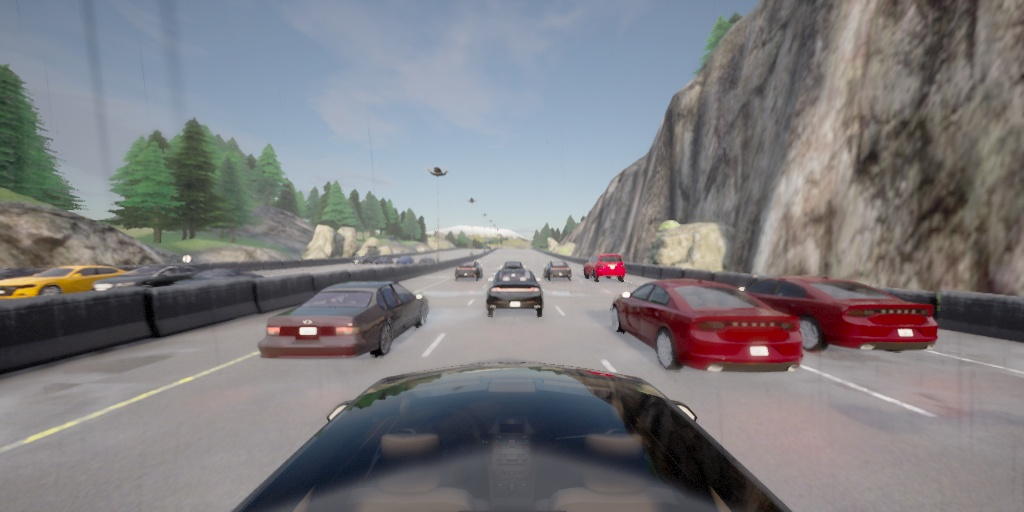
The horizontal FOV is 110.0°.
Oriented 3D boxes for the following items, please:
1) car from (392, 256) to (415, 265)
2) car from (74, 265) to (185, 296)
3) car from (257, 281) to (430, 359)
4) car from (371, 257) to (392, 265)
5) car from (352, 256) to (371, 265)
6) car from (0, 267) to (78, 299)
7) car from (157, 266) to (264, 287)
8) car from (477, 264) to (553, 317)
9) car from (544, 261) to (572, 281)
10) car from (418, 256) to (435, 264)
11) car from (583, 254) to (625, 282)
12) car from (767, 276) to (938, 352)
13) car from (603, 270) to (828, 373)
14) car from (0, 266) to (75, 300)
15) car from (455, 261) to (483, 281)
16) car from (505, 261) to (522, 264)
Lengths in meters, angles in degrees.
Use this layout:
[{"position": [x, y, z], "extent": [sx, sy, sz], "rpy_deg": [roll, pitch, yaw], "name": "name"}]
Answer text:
[{"position": [-17.541, 0.690, 59.090], "extent": [1.882, 1.535, 5.008], "rpy_deg": [0, 1, 1], "name": "car"}, {"position": [-17.598, 1.212, 17.834], "extent": [2.128, 1.511, 4.902], "rpy_deg": [0, 0, 0], "name": "car"}, {"position": [-3.401, 1.297, 8.495], "extent": [2.033, 1.411, 5.357], "rpy_deg": [0, 0, 0], "name": "car"}, {"position": [-21.036, 0.778, 59.022], "extent": [1.994, 1.385, 4.181], "rpy_deg": [0, 1, 1], "name": "car"}, {"position": [-24.532, 0.707, 59.014], "extent": [2.128, 1.511, 4.902], "rpy_deg": [0, 1, 1], "name": "car"}, {"position": [-24.598, 1.287, 17.392], "extent": [1.994, 1.385, 4.181], "rpy_deg": [0, 0, 0], "name": "car"}, {"position": [-14.099, 1.286, 17.433], "extent": [1.994, 1.385, 4.181], "rpy_deg": [0, 0, 0], "name": "car"}, {"position": [0.100, 1.229, 13.168], "extent": [2.128, 1.511, 4.902], "rpy_deg": [0, 0, 0], "name": "car"}, {"position": [3.598, 1.136, 28.874], "extent": [2.128, 1.511, 4.902], "rpy_deg": [0, 0, 0], "name": "car"}, {"position": [-14.046, 0.771, 59.310], "extent": [1.994, 1.385, 4.181], "rpy_deg": [0, 1, 1], "name": "car"}, {"position": [7.099, 0.873, 28.006], "extent": [2.150, 2.045, 5.566], "rpy_deg": [0, 1, 0], "name": "car"}, {"position": [7.098, 1.226, 8.939], "extent": [1.882, 1.535, 5.008], "rpy_deg": [0, 0, 0], "name": "car"}, {"position": [3.596, 1.227, 7.688], "extent": [1.882, 1.535, 5.008], "rpy_deg": [0, 0, 0], "name": "car"}, {"position": [-21.099, 1.201, 17.310], "extent": [1.882, 1.535, 5.008], "rpy_deg": [0, 0, 0], "name": "car"}, {"position": [-3.401, 1.136, 28.878], "extent": [2.128, 1.511, 4.902], "rpy_deg": [0, 0, 0], "name": "car"}, {"position": [0.098, 1.149, 28.999], "extent": [1.837, 1.490, 4.892], "rpy_deg": [0, 1, 0], "name": "car"}]
